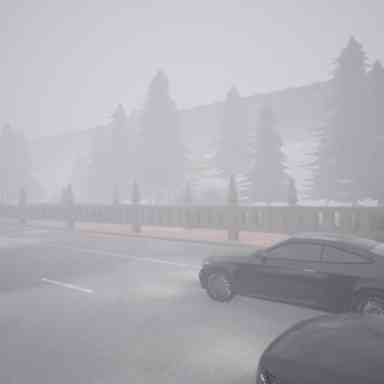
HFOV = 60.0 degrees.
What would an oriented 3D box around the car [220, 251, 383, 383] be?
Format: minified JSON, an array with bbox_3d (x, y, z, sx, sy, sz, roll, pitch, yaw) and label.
[{"bbox_3d":[2.778,1.493,2.016,4.892,1.490,1.837,-1,0,36],"label":"car"}]

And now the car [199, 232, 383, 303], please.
[{"bbox_3d":[2.329,1.544,6.643,4.674,1.442,1.812,-1,0,36],"label":"car"}]
